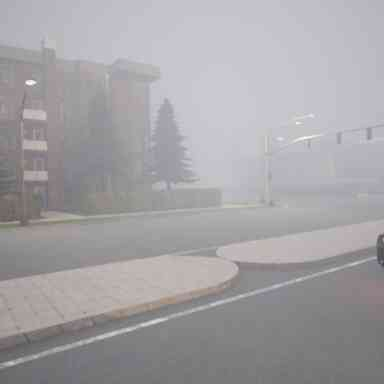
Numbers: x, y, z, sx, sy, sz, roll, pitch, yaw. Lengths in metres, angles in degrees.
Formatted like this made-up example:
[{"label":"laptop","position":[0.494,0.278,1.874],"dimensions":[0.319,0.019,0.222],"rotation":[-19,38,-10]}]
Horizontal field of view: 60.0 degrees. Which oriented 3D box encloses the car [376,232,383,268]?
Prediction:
[{"label":"car","position":[6.684,1.223,8.687],"dimensions":[4.892,1.490,1.837],"rotation":[-2,1,-36]}]
